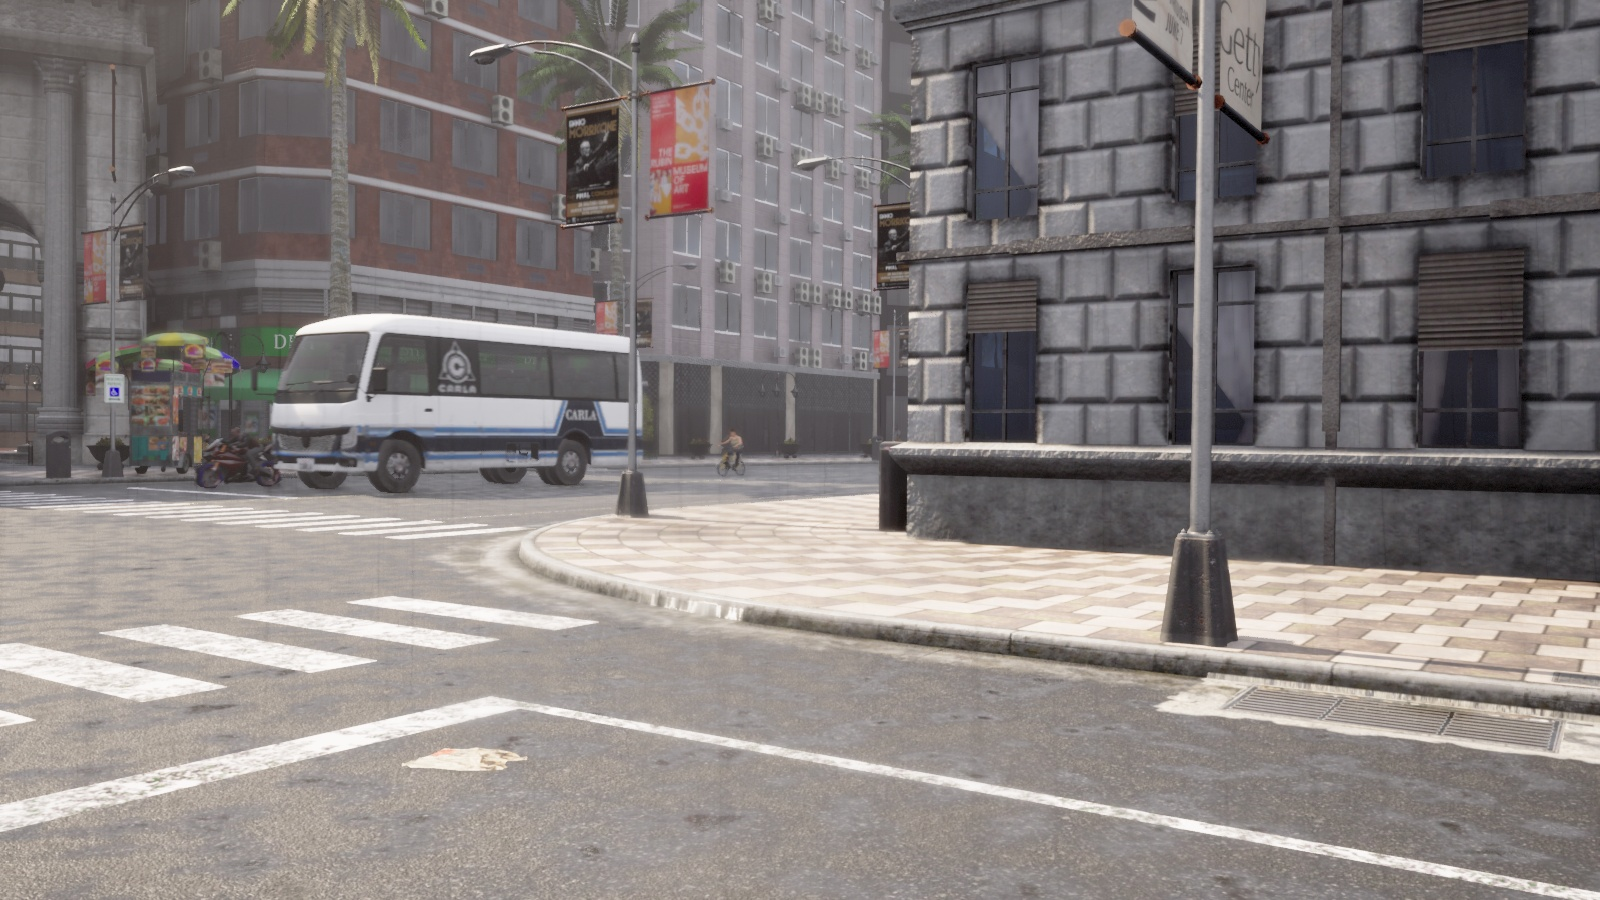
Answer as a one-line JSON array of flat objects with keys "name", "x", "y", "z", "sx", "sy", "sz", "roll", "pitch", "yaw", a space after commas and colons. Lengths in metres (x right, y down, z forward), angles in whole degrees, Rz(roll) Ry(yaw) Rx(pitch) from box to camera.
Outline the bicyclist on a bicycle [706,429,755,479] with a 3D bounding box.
[{"name": "bicyclist on a bicycle", "x": -2.296, "y": 0.120, "z": 41.669, "sx": 0.866, "sy": 1.612, "sz": 1.509, "roll": 0, "pitch": 1, "yaw": 34}]

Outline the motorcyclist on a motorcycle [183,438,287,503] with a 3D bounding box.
[{"name": "motorcyclist on a motorcycle", "x": -13.848, "y": 0.471, "z": 30.844, "sx": 0.866, "sy": 1.530, "sz": 2.191, "roll": 0, "pitch": 1, "yaw": 34}]

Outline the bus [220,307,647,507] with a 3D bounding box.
[{"name": "bus", "x": -8.818, "y": -1.003, "z": 32.075, "sx": 3.944, "sy": 4.253, "sz": 10.273, "roll": 0, "pitch": 1, "yaw": 34}]
